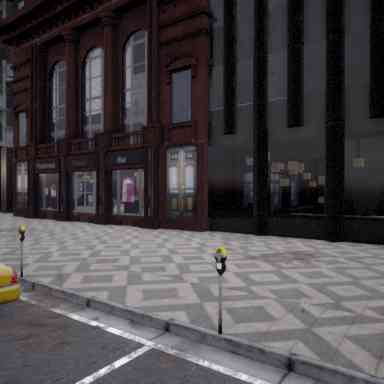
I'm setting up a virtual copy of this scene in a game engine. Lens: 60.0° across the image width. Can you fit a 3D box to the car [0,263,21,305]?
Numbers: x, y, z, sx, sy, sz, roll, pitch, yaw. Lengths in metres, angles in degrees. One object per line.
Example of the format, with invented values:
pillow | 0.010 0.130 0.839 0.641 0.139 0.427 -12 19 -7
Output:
car | -5.372 1.525 6.788 4.829 1.417 1.752 0 0 35
